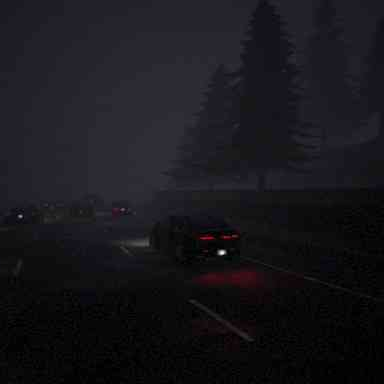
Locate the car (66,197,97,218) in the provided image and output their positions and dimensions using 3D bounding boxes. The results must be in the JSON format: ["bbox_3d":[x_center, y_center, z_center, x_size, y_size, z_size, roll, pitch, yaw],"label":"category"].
[{"bbox_3d":[-9.842,1.464,29.891,1.882,1.535,5.008,0,0,-15],"label":"car"}]

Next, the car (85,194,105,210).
[{"bbox_3d":[-12.371,1.204,42.019,2.150,2.045,5.566,0,0,-10],"label":"car"}]

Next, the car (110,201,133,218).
[{"bbox_3d":[-6.505,1.536,30.646,2.033,1.411,5.357,0,0,-14],"label":"car"}]

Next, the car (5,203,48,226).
[{"bbox_3d":[-11.669,1.551,23.387,1.994,1.385,4.181,0,0,-17],"label":"car"}]

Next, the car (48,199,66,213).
[{"bbox_3d":[-15.019,1.507,36.931,1.812,1.442,4.674,0,0,-11],"label":"car"}]

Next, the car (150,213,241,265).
[{"bbox_3d":[-0.088,1.502,11.881,1.837,1.490,4.892,0,0,-23],"label":"car"}]
